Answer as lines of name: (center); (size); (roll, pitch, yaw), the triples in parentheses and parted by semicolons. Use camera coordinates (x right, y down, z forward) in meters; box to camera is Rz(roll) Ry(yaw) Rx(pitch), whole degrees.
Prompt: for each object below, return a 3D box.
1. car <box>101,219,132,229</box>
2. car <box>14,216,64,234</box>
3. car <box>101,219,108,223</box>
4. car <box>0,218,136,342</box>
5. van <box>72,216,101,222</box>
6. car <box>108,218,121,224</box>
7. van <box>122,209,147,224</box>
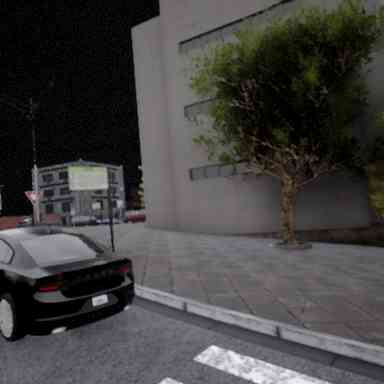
car: (-13.734, 5.814, 60.159); (5.366, 1.575, 1.946); (-7, -8, 24)
car: (-16.261, 3.520, 35.679); (1.837, 1.490, 4.892); (-8, -5, 20)
car: (-14.753, 5.421, 57.441); (4.553, 1.767, 2.185); (-7, -7, 24)
car: (-3.198, 1.433, 6.593); (5.008, 1.535, 1.882); (1, 1, 42)
van: (-17.196, 4.891, 52.465); (4.442, 1.987, 1.878); (-7, -7, 24)
car: (-11.202, 5.029, 54.246); (1.994, 1.385, 4.181); (-7, -7, 24)
van: (-6.828, 3.399, 45.082); (4.442, 1.987, 1.878); (-7, -7, 24)
